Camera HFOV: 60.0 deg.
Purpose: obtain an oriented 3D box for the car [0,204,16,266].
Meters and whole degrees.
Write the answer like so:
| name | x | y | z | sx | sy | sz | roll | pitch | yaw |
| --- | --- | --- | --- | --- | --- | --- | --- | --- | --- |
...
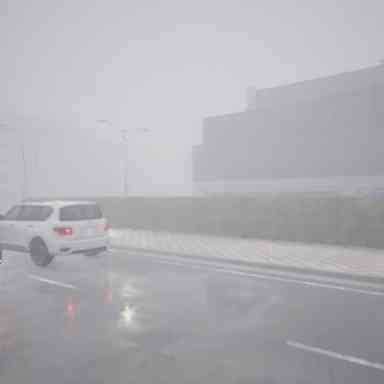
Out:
| name | x | y | z | sx | sy | sz | roll | pitch | yaw |
| --- | --- | --- | --- | --- | --- | --- | --- | --- | --- |
| car | -7.413 | 1.332 | 9.198 | 5.566 | 2.045 | 2.150 | 0 | 0 | 36 |

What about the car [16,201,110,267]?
| name | x | y | z | sx | sy | sz | roll | pitch | yaw |
| --- | --- | --- | --- | --- | --- | --- | --- | --- | --- |
| car | -5.387 | 1.332 | 12.052 | 5.566 | 2.045 | 2.150 | 0 | 0 | 36 |
